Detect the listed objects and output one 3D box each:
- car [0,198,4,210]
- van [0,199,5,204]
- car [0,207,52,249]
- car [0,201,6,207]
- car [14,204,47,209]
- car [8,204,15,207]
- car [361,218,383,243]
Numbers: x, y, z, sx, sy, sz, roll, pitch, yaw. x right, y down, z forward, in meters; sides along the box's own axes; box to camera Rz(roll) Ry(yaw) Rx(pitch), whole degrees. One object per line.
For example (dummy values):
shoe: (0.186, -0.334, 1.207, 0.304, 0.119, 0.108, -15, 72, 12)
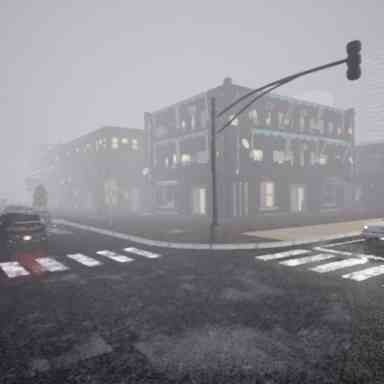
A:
car: (-31.333, 1.916, 52.766, 2.192, 1.841, 5.009, -2, 0, -35)
van: (-28.122, 1.884, 48.257, 1.690, 1.788, 3.998, -2, 0, -35)
car: (-8.181, 1.664, 15.724, 1.837, 1.490, 4.892, -1, 0, -35)
car: (-18.486, 1.943, 34.729, 1.802, 1.307, 4.206, -2, 0, -35)
car: (-12.068, 1.787, 25.710, 2.008, 1.369, 4.403, -2, 0, -35)
car: (-15.277, 1.881, 30.220, 1.802, 1.307, 4.206, -2, 0, -35)
car: (9.336, 1.515, 14.350, 4.718, 1.301, 1.895, 0, 0, -35)
